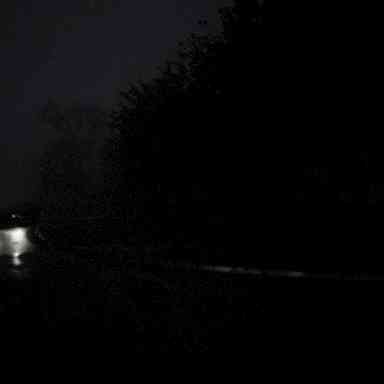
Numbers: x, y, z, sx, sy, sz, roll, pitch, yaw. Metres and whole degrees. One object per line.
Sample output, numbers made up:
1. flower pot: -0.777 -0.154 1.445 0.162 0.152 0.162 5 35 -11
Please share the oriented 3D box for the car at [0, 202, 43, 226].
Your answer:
1. car: -12.105 1.478 23.306 1.882 1.535 5.008 -1 0 -6
